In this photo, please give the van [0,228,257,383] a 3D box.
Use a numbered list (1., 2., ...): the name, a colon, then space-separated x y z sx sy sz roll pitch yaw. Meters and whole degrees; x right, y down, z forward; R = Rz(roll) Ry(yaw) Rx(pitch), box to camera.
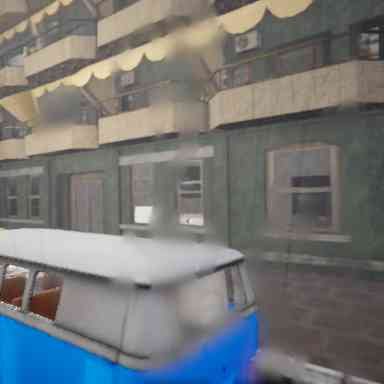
1. van: -1.276 1.371 3.646 3.998 1.788 1.690 -1 -1 36
